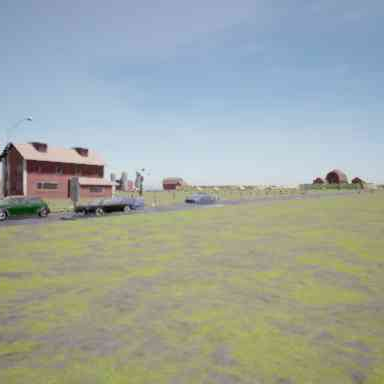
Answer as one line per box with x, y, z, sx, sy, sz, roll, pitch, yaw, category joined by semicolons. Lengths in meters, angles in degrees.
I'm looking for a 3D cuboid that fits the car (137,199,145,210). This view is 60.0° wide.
-6.963;1.104;32.795;2.033;1.411;5.357;1;1;36;car

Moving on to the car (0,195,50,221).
-13.000;1.058;24.473;2.097;1.767;4.553;1;1;36;car

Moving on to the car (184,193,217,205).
1.216;0.896;44.041;2.033;1.411;5.357;1;1;36;car

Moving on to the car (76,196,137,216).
-7.152;1.253;27.622;1.895;1.301;4.718;1;1;37;car
